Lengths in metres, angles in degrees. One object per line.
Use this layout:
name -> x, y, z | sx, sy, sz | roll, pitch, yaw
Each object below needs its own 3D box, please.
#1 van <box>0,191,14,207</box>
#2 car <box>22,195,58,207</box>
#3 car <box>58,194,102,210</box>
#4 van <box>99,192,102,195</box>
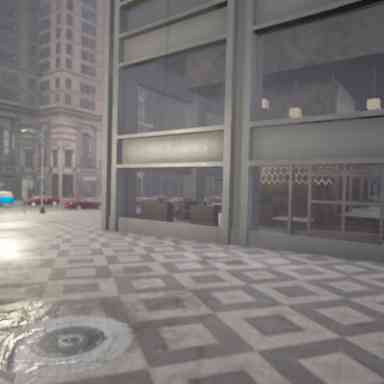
van -> -22.009, 0.813, 36.976 | 1.690, 1.788, 3.998 | 2, 1, 35
car -> -18.831, 1.035, 41.495 | 1.887, 1.381, 4.507 | 2, 1, 35
car -> -11.851, 1.292, 36.555 | 1.887, 1.381, 4.507 | 2, 1, 35
van -> -12.462, 0.871, 50.524 | 1.690, 1.788, 3.998 | 2, 1, 35
